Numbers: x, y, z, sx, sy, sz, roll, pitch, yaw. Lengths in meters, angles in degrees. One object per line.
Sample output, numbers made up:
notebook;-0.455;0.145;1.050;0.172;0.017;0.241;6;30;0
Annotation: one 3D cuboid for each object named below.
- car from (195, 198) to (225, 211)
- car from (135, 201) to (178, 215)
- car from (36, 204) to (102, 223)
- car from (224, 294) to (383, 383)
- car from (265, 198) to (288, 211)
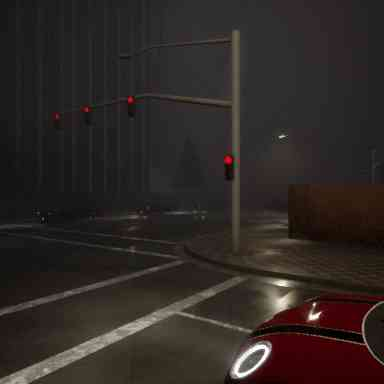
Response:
car;2.306;1.491;41.820;2.128;1.511;4.902;0;0;36
car;-3.538;1.601;33.610;1.895;1.301;4.718;0;0;35
car;-9.319;1.601;25.455;1.895;1.301;4.718;0;0;35
car;2.449;1.352;2.211;4.553;1.767;2.097;0;0;36
car;10.746;1.492;41.332;2.128;1.511;4.902;0;0;36
